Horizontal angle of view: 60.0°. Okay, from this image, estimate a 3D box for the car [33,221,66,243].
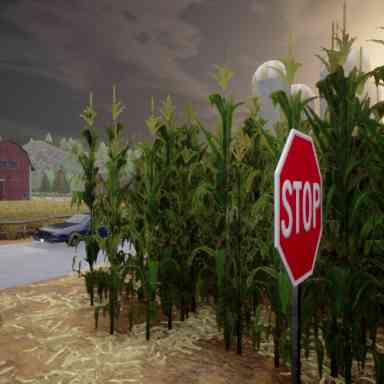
[{"bbox_3d":[-5.011,1.748,16.707,2.033,1.411,5.357,0,-1,35],"label":"car"}]
